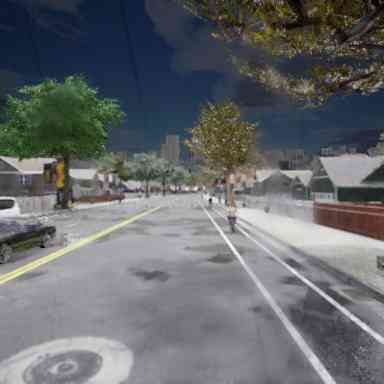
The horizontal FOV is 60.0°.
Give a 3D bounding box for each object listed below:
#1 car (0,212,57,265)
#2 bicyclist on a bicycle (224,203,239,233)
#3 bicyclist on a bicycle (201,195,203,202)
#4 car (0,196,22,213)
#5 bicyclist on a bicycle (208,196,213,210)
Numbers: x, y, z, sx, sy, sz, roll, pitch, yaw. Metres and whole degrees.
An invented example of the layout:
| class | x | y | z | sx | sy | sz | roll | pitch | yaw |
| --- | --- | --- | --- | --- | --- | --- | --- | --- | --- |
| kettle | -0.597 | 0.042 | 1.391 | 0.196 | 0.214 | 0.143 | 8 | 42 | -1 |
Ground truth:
| class | x | y | z | sx | sy | sz | roll | pitch | yaw |
| --- | --- | --- | --- | --- | --- | --- | --- | --- | --- |
| car | -6.594 | 1.600 | 11.725 | 1.895 | 1.301 | 4.718 | 0 | 0 | 0 |
| bicyclist on a bicycle | 2.260 | 1.435 | 18.747 | 0.866 | 1.612 | 1.509 | 0 | 0 | 0 |
| bicyclist on a bicycle | 2.285 | 1.423 | 74.274 | 0.582 | 1.620 | 1.656 | 0 | 0 | 0 |
| car | -9.844 | 1.223 | 14.969 | 2.150 | 2.045 | 5.566 | 0 | 0 | 0 |
| bicyclist on a bicycle | 2.270 | 1.366 | 40.997 | 0.659 | 1.776 | 1.843 | 0 | 0 | 0 |
